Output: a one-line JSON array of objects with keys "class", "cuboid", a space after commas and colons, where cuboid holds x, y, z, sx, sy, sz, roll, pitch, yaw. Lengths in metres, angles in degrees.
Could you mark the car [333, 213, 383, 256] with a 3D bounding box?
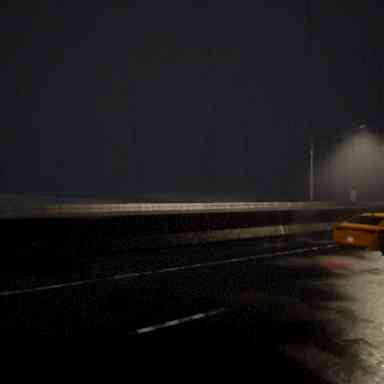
[{"class": "car", "cuboid": [7.902, 1.619, 13.742, 5.008, 1.535, 1.882, 0, 0, -35]}]
